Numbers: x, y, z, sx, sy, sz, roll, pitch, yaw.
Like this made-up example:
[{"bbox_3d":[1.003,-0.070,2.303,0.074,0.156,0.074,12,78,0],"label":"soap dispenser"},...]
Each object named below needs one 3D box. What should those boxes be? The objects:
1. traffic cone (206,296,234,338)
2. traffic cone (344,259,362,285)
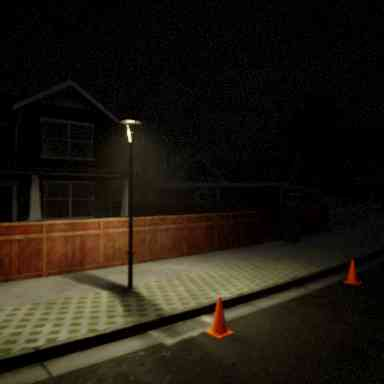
[{"bbox_3d":[0.458,2.001,5.428,0.340,0.580,0.340,1,-1,-39],"label":"traffic cone"},{"bbox_3d":[4.147,2.037,8.569,0.340,0.580,0.340,1,-1,-42],"label":"traffic cone"}]
